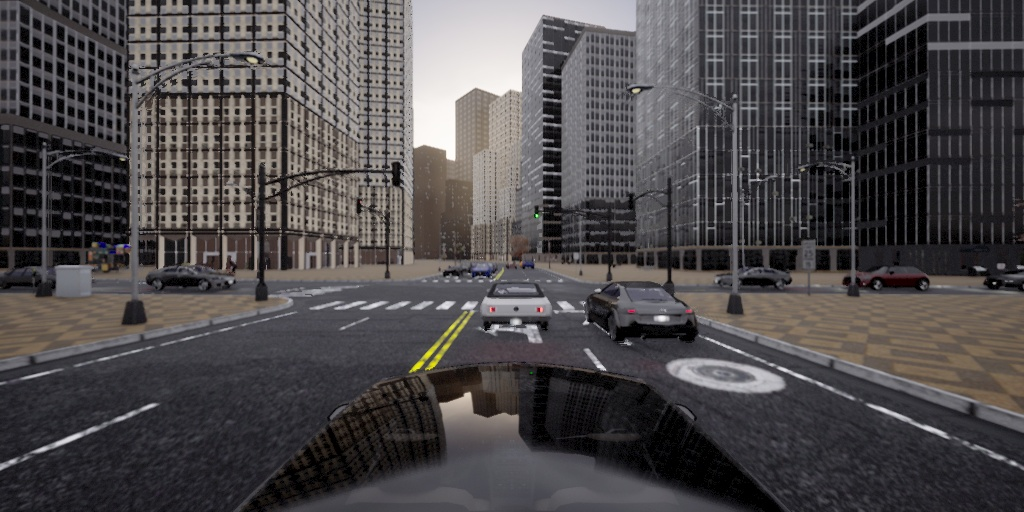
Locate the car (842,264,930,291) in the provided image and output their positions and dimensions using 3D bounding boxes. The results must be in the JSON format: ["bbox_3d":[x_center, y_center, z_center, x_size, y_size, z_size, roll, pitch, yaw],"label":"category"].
[{"bbox_3d":[25.926,1.434,25.007,4.553,1.767,2.097,0,0,1],"label":"car"}]

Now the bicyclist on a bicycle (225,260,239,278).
[{"bbox_3d":[-24.672,1.167,31.551,0.582,1.620,1.656,0,0,1],"label":"bicyclist on a bicycle"}]

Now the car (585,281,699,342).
[{"bbox_3d":[3.360,1.394,10.056,1.994,1.385,4.181,0,0,0],"label":"car"}]

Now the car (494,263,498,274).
[{"bbox_3d":[-3.292,1.698,49.028,1.812,1.442,4.674,0,0,0],"label":"car"}]

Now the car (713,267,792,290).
[{"bbox_3d":[16.843,1.534,25.211,4.902,1.511,2.128,0,0,1],"label":"car"}]

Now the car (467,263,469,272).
[{"bbox_3d":[-6.541,1.690,50.707,1.837,1.490,4.892,0,0,0],"label":"car"}]

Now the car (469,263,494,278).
[{"bbox_3d":[-3.305,1.574,39.685,1.882,1.535,5.008,0,0,0],"label":"car"}]

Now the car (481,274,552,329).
[{"bbox_3d":[0.111,1.445,11.568,1.895,1.301,4.718,0,-1,0],"label":"car"}]

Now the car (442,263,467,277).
[{"bbox_3d":[-6.556,1.703,40.356,1.895,1.301,4.718,0,0,0],"label":"car"}]

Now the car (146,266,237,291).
[{"bbox_3d":[-20.197,1.364,22.698,4.902,1.511,2.128,0,0,1],"label":"car"}]

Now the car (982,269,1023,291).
[{"bbox_3d":[35.827,1.630,24.781,4.892,1.490,1.837,0,0,1],"label":"car"}]

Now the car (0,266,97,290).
[{"bbox_3d":[-30.084,1.376,22.955,5.357,1.411,2.033,0,0,1],"label":"car"}]
